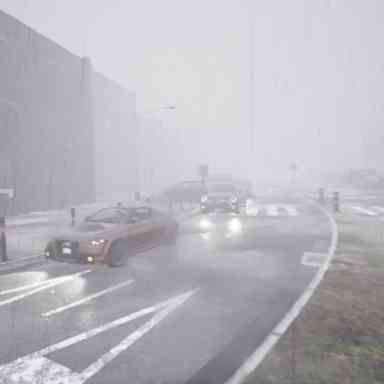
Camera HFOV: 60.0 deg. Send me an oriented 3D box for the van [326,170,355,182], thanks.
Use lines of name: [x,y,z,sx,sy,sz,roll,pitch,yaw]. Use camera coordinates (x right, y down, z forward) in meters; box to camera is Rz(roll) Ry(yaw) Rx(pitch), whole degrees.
van: [26.796,-2.968,60.248,4.442,1.987,1.878,-1,3,12]

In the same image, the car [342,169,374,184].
car: [23.415,-1.924,43.950,5.566,2.045,2.435,-1,4,12]

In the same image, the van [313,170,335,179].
van: [30.319,-3.998,76.512,4.442,1.987,1.878,-1,3,12]

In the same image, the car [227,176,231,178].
car: [1.737,-0.711,39.238,4.892,1.521,2.231,-1,3,12]

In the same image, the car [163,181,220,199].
car: [-0.005,-0.195,31.164,5.008,1.535,2.097,-1,3,12]

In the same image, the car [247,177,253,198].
car: [4.612,-0.313,30.946,2.128,1.511,4.902,-1,3,12]

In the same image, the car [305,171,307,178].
car: [31.579,-4.361,81.913,5.566,2.045,2.435,-1,3,12]

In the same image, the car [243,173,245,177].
car: [7.552,-2.472,66.132,4.892,1.521,2.231,-1,3,12]

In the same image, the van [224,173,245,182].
van: [9.421,-3.217,74.285,4.442,1.987,1.878,-1,3,12]

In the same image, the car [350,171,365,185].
car: [22.814,-1.491,41.260,4.892,1.521,2.231,-1,4,12]

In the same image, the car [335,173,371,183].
car: [25.167,-2.177,52.169,4.674,1.452,2.002,-1,3,12]

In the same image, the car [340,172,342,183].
car: [24.162,-1.860,46.643,5.366,1.575,1.946,-1,3,12]

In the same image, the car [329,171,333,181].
car: [25.741,-2.351,54.817,4.674,1.452,2.002,-1,3,12]

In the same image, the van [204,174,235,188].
van: [4.171,-1.651,49.956,4.442,1.987,1.878,-1,3,12]

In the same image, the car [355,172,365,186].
car: [22.241,-1.319,38.674,5.008,1.535,2.097,-1,4,12]

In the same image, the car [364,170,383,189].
car: [21.660,-1.256,35.826,4.553,1.767,2.185,-1,4,12]

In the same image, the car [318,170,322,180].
car: [28.116,-3.060,65.781,4.674,1.452,2.002,-1,3,12]

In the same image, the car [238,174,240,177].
car: [4.639,-1.600,52.686,5.008,1.535,2.097,-1,3,12]

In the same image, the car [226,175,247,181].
car: [11.035,-3.482,82.271,4.892,1.521,2.231,-1,3,12]

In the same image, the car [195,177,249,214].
car: [1.914,0.255,19.561,2.097,1.767,4.553,-1,3,15]

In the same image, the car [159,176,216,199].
car: [-0.555,-0.154,28.454,4.553,1.767,2.185,-1,3,12]

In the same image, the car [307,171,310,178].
car: [30.846,-3.943,79.250,5.366,1.575,1.946,-1,3,12]

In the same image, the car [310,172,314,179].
car: [29.817,-3.857,73.782,5.566,2.045,2.435,-1,3,12]

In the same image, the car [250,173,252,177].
car: [13.316,-4.385,93.026,5.566,2.045,2.435,-1,3,12]

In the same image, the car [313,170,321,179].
car: [29.259,-3.435,71.079,4.892,1.521,2.231,-1,3,12]

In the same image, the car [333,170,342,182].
car: [24.559,-2.292,49.506,5.566,2.045,2.435,-1,3,12]

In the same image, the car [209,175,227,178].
car: [1.188,-0.664,36.528,4.553,1.767,2.185,-1,3,12]

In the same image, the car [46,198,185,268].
car: [-2.088,1.117,9.746,1.994,1.385,4.181,0,3,28]

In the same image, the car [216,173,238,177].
car: [2.868,-1.318,44.606,5.566,2.045,2.435,-1,3,12]

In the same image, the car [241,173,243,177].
car: [6.412,-2.253,60.740,4.553,1.767,2.185,-1,3,12]

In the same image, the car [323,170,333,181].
car: [26.349,-2.819,57.504,5.566,2.045,2.435,-1,3,12]
